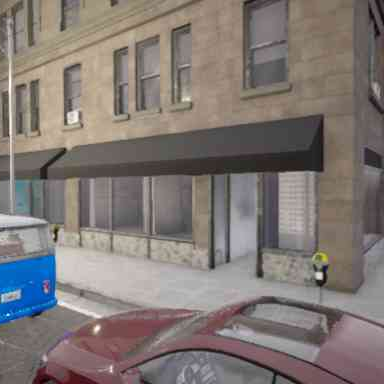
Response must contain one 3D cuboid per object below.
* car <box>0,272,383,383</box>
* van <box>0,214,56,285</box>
[{"bbox_3d":[0.472,1.530,2.548,4.206,1.307,1.802,0,1,36],"label":"car"},{"bbox_3d":[-4.101,1.261,5.898,3.998,1.788,1.690,0,1,36],"label":"van"}]
